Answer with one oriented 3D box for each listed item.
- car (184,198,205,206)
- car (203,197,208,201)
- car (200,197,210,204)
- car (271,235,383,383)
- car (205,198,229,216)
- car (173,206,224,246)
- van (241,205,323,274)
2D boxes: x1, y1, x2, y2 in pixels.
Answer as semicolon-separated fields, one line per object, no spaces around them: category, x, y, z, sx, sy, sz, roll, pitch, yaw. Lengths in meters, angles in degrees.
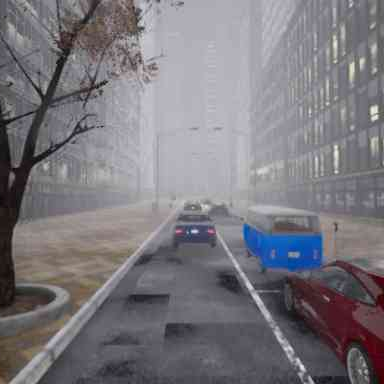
car;0.105;1.626;36.244;1.994;1.385;4.181;0;0;0
car;2.586;1.690;54.809;1.802;1.307;4.206;1;0;0
car;2.587;1.722;65.943;1.802;1.307;4.206;1;0;0
car;2.579;1.588;4.703;1.802;1.307;4.206;1;0;0
car;2.584;1.599;32.540;1.887;1.381;4.507;1;0;0
car;0.102;1.569;15.293;2.033;1.411;5.357;0;0;0
van;2.584;1.355;10.271;1.690;1.788;3.998;1;0;0
